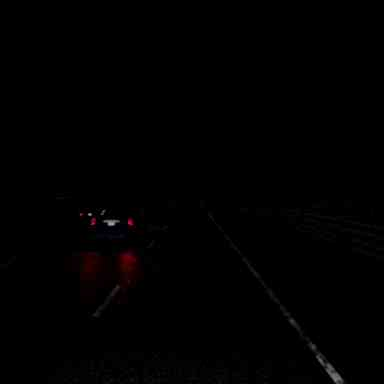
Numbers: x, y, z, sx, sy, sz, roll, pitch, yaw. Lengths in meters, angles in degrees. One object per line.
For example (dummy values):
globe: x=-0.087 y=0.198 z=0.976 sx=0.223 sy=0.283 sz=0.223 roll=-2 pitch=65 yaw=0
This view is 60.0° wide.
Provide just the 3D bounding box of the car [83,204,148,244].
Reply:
car: x=-3.401 y=1.368 z=16.143 sx=2.097 sy=1.767 sz=4.553 roll=0 pitch=0 yaw=0

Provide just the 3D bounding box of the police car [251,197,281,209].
police car: x=8.700 y=1.402 z=39.673 sx=1.930 sy=1.638 sz=5.238 roll=-2 pitch=0 yaw=-18

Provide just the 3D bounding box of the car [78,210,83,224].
car: x=-6.902 y=1.576 z=24.986 sx=2.033 sy=1.411 sz=5.357 roll=0 pitch=0 yaw=0
